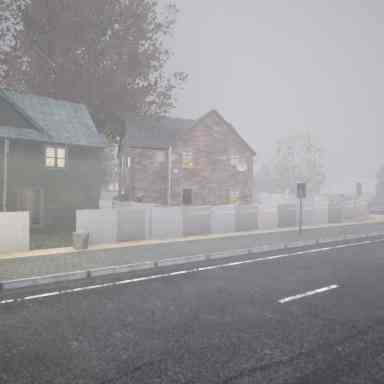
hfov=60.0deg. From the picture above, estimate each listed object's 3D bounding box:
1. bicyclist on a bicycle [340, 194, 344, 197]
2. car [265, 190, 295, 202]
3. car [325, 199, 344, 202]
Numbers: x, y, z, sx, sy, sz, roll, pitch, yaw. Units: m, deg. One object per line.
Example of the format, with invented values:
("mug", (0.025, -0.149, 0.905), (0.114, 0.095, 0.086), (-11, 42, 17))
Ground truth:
("bicyclist on a bicycle", (19.456, 1.035, 43.118), (1.656, 1.620, 0.582), (1, 0, -20))
("car", (12.079, 0.747, 46.283), (2.150, 2.045, 5.566), (1, 0, -20))
("car", (15.592, 1.177, 36.547), (2.128, 1.511, 4.902), (1, 0, -20))
